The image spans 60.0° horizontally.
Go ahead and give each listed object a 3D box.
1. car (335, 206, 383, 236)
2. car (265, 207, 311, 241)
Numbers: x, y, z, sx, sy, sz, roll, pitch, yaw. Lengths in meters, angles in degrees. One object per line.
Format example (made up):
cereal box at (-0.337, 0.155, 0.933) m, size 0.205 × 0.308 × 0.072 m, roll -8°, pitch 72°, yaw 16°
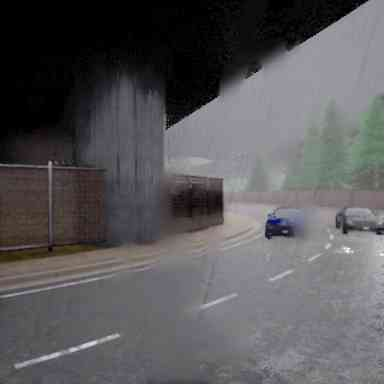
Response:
car at (9.293, 1.533, 18.778) m, size 1.812 × 1.442 × 4.674 m, roll 0°, pitch 0°, yaw 16°
car at (5.055, 1.508, 17.207) m, size 1.882 × 1.535 × 5.008 m, roll 0°, pitch 0°, yaw 21°
